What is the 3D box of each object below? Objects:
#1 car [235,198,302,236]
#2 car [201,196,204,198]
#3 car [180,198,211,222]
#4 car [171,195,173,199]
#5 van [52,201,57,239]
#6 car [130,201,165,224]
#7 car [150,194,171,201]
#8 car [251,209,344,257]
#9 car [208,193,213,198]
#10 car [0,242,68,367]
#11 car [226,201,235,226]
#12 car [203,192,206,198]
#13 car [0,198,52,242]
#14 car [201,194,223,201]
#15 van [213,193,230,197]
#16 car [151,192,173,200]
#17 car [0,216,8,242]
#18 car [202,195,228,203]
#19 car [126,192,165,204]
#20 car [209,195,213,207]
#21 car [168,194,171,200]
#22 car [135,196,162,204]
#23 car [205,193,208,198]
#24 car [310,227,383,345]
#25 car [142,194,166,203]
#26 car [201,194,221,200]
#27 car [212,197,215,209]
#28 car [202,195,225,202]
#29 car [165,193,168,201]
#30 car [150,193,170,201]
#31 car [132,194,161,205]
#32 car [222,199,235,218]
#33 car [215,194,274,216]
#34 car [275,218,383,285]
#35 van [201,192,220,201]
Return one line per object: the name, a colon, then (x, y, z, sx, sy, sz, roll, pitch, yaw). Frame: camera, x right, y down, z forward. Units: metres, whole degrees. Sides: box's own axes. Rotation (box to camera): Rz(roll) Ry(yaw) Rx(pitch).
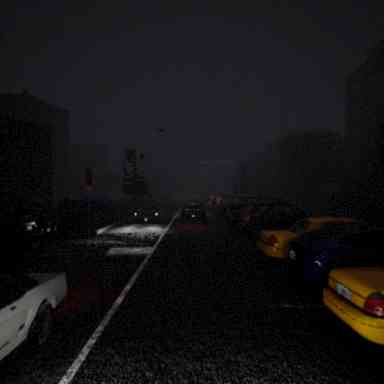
car: (4.615, 1.327, 16.159, 4.553, 1.767, 2.185, 0, 0, 0)
car: (0.091, 1.474, 43.217, 2.033, 1.411, 5.357, 0, 0, 0)
car: (0.096, 1.446, 25.478, 2.128, 1.511, 4.902, 0, 0, 0)
car: (-7.507, 1.347, 77.029, 5.366, 1.575, 1.946, 0, 0, 0)
van: (-7.799, 1.232, 13.082, 4.442, 1.987, 1.878, 0, 0, 0)
car: (-3.094, 1.559, 24.642, 1.895, 1.301, 4.718, 0, 0, 0)
car: (-7.698, 1.313, 82.801, 5.008, 1.535, 2.097, 0, 1, 0)
car: (4.834, 1.459, 10.570, 5.366, 1.575, 1.946, 0, 0, 0)
car: (4.612, 1.284, 41.299, 4.553, 1.767, 2.185, 0, 0, 0)
car: (-3.086, 1.595, 3.556, 1.895, 1.301, 4.718, 0, 0, 0)
car: (4.641, 1.449, 18.950, 4.892, 1.521, 2.231, 0, 0, 0)
car: (4.672, 1.256, 58.186, 4.553, 1.767, 2.185, 0, 0, 0)
car: (-7.710, 1.211, 10.290, 5.566, 2.045, 2.435, 0, 0, 0)
car: (4.644, 1.350, 77.615, 4.892, 1.521, 2.231, 0, 0, 0)
van: (4.761, 1.194, 35.712, 4.442, 1.987, 1.878, 0, 0, 0)
car: (-7.665, 1.009, 85.741, 5.566, 2.045, 2.435, 0, 1, 0)
car: (-7.496, 1.464, 7.625, 5.366, 1.575, 1.946, 0, 0, 0)
car: (4.634, 1.367, 66.443, 5.008, 1.535, 2.097, 0, 0, 0)
car: (-7.717, 1.138, 53.522, 5.566, 2.045, 2.435, 0, 0, 0)
car: (4.672, 1.444, 38.508, 4.792, 1.488, 2.163, 0, 0, 0)
car: (-7.877, 1.352, 74.089, 5.366, 1.575, 1.946, 0, 0, 0)
car: (-7.687, 1.420, 59.274, 4.674, 1.452, 2.002, 0, 0, 0)
car: (4.674, 1.270, 49.680, 4.553, 1.767, 2.185, 0, 0, 0)
car: (4.835, 1.468, 4.982, 5.366, 1.575, 1.946, 0, 0, 0)
car: (-7.722, 1.239, 68.213, 4.553, 1.767, 2.185, 0, 0, 0)
car: (4.631, 1.307, 83.217, 4.892, 1.521, 2.231, 0, 1, 0)
car: (4.642, 1.464, 32.919, 4.674, 1.452, 2.002, 0, 0, 0)
car: (4.632, 1.359, 72.154, 4.892, 1.521, 2.231, 0, 0, 0)
car: (-7.719, 1.399, 65.275, 4.792, 1.488, 2.163, 0, 0, 0)
car: (-7.662, 1.215, 79.970, 4.553, 1.767, 2.185, 0, 0, 0)
car: (-7.657, 1.259, 56.335, 4.553, 1.767, 2.185, 0, 0, 0)
car: (4.653, 1.444, 21.745, 4.892, 1.521, 2.231, 0, 0, 0)
car: (4.676, 1.303, 30.126, 4.553, 1.767, 2.185, 0, 0, 0)
car: (4.678, 1.496, 7.777, 4.792, 1.488, 2.163, 0, 0, 0)
van: (4.521, 1.112, 80.407, 4.442, 1.987, 1.878, 0, 1, 0)
